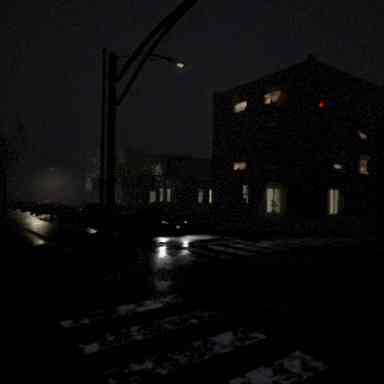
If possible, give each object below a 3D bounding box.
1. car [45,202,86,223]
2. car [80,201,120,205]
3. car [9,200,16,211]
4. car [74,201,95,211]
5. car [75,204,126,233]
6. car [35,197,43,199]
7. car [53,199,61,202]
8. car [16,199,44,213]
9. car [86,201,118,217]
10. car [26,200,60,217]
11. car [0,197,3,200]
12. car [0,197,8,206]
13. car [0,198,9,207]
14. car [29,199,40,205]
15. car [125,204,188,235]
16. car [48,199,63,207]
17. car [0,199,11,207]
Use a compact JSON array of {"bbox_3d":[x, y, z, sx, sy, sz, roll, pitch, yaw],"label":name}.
[{"bbox_3d":[-10.284,1.743,26.999,1.802,1.307,4.206,1,-1,-35],"label":"car"},{"bbox_3d":[-8.271,1.726,28.885,1.837,1.490,4.892,1,-1,-35],"label":"car"},{"bbox_3d":[-24.426,1.905,47.332,1.752,1.417,4.829,1,-1,-35],"label":"car"},{"bbox_3d":[-16.529,2.068,50.888,1.752,1.417,4.829,1,-1,-35],"label":"car"},{"bbox_3d":[-5.122,1.628,19.625,1.887,1.381,4.507,1,-1,-35],"label":"car"},{"bbox_3d":[-36.463,2.171,79.258,2.192,1.841,5.009,1,-1,-35],"label":"car"},{"bbox_3d":[-19.807,2.001,45.484,1.895,1.301,4.718,1,-1,-35],"label":"car"},{"bbox_3d":[-19.746,1.857,40.573,2.008,1.369,4.403,1,-1,-35],"label":"car"},{"bbox_3d":[-10.157,1.833,37.156,1.882,1.535,5.008,1,-1,-35],"label":"car"},{"bbox_3d":[-15.444,1.805,34.375,1.947,1.339,4.313,1,-1,-35],"label":"car"},{"bbox_3d":[-33.815,2.096,60.854,1.947,1.339,4.313,1,-1,-35],"label":"car"},{"bbox_3d":[-40.158,1.946,69.924,2.192,1.841,5.009,1,-1,-35],"label":"car"},{"bbox_3d":[-30.824,2.027,56.568,1.887,1.381,4.507,1,-1,-35],"label":"car"},{"bbox_3d":[-39.734,2.434,83.928,1.752,1.417,4.829,1,-1,-35],"label":"car"},{"bbox_3d":[-2.089,1.654,20.044,1.812,1.442,4.674,1,-1,-35],"label":"car"},{"bbox_3d":[-26.948,2.144,65.657,1.967,1.590,4.097,1,-1,-35],"label":"car"},{"bbox_3d":[-36.987,2.146,65.388,1.947,1.339,4.313,1,-1,-35],"label":"car"}]
